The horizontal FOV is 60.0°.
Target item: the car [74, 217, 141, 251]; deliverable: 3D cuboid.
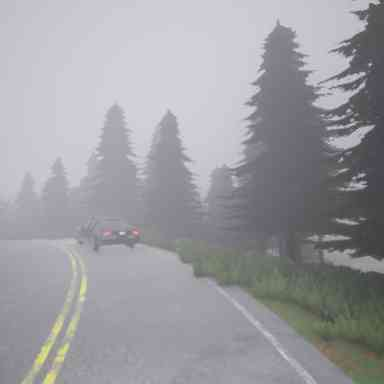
[{"bbox_3d":[-4.119,1.867,15.699,2.033,1.411,5.357,2,-4,-30],"label":"car"}]
